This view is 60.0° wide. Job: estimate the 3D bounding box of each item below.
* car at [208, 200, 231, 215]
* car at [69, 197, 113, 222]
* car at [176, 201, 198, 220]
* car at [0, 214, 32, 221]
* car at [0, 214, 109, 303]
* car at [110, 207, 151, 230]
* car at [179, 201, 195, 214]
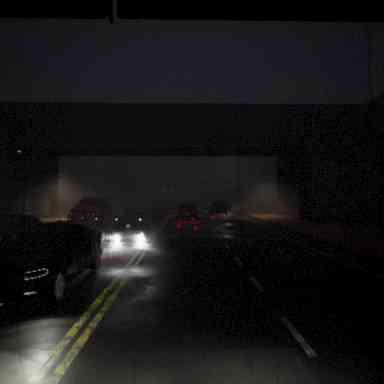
[{"bbox_3d":[2.921,1.766,38.243,1.882,1.535,5.008,0,0,-1],"label":"car"},{"bbox_3d":[-7.526,1.412,25.344,2.150,2.045,5.566,0,0,-1],"label":"car"},{"bbox_3d":[-0.442,1.710,30.690,1.882,1.535,5.008,0,0,-1],"label":"car"},{"bbox_3d":[-7.306,1.629,13.304,1.812,1.442,4.674,0,-1,-1],"label":"car"},{"bbox_3d":[-3.737,1.544,8.589,1.882,1.535,5.008,0,-1,-1],"label":"car"},{"bbox_3d":[-3.921,1.773,22.556,1.895,1.301,4.718,0,0,-1],"label":"car"},{"bbox_3d":[-0.630,1.828,40.017,1.812,1.442,4.674,0,0,-2],"label":"car"}]
